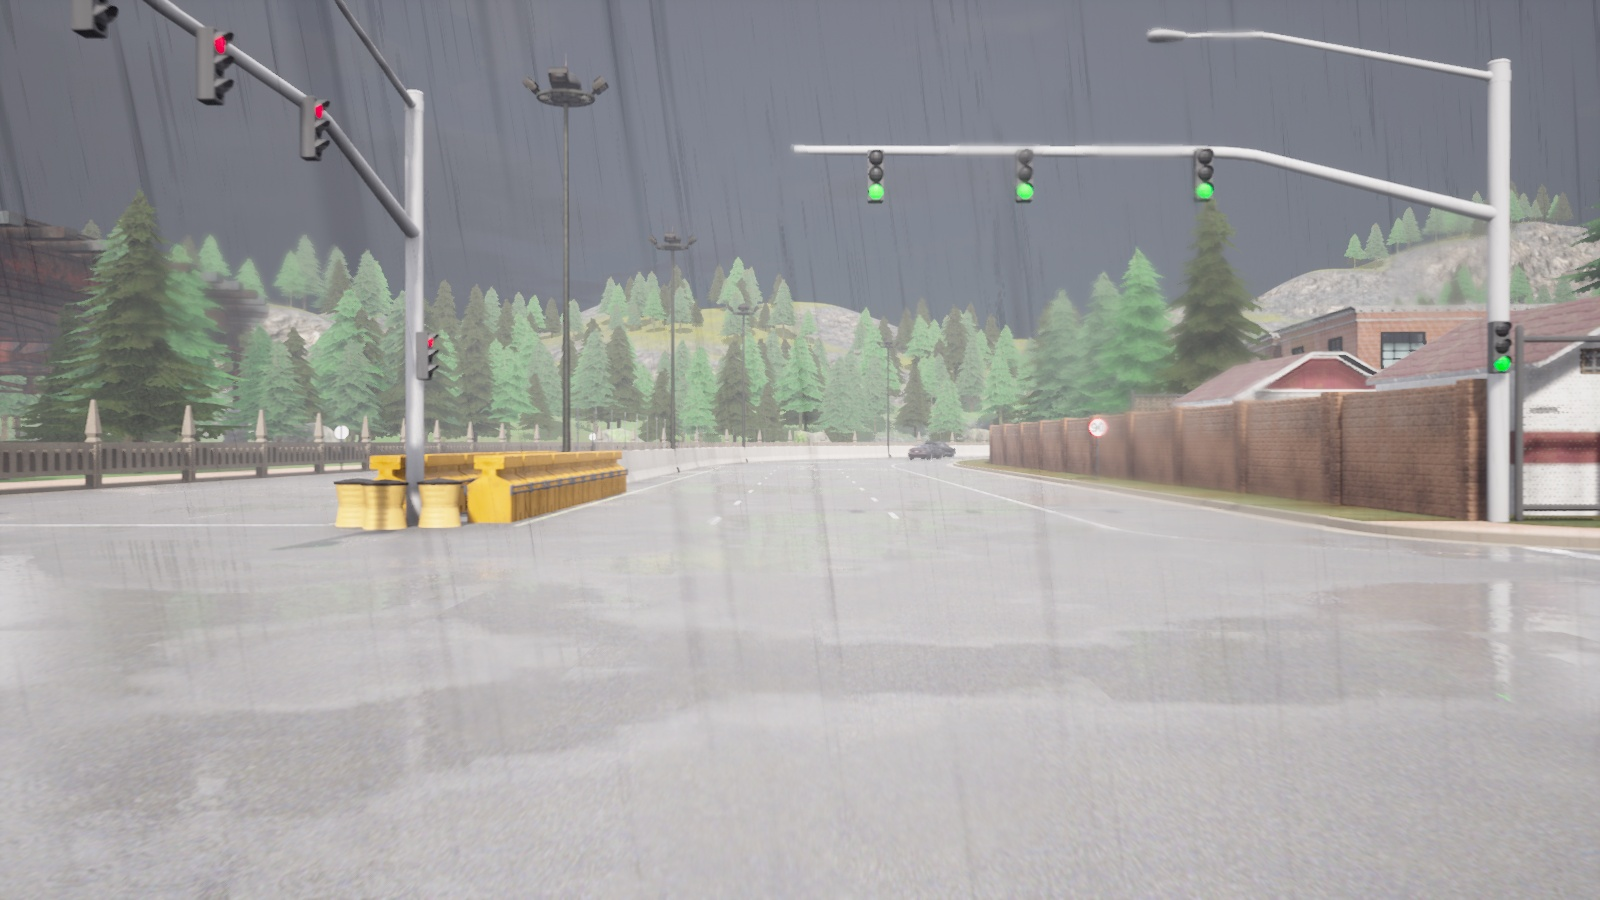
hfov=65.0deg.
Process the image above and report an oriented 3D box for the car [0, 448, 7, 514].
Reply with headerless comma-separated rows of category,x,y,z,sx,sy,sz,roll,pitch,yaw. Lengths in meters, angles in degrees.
car,-17.342,0.644,25.190,1.481,1.376,2.207,0,0,0
